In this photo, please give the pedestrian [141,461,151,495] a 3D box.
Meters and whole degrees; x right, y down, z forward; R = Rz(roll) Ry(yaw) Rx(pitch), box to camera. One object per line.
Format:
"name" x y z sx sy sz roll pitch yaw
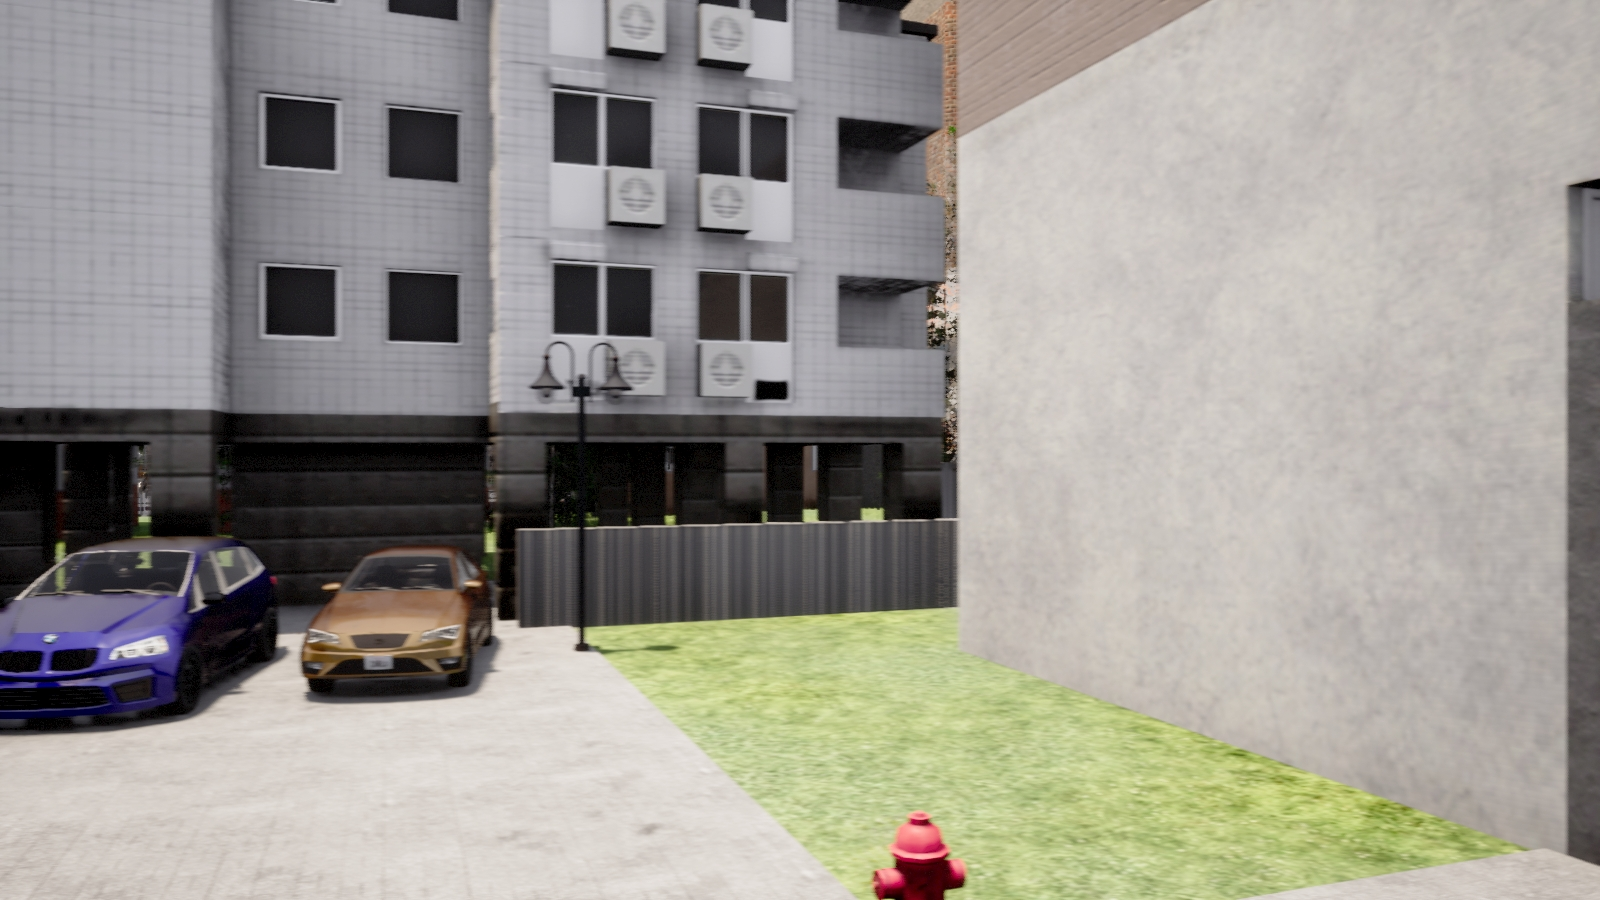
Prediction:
"pedestrian" -35.515 1.529 62.035 0.375 1.860 0.375 0 0 -10
